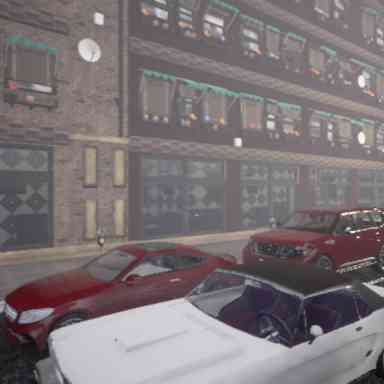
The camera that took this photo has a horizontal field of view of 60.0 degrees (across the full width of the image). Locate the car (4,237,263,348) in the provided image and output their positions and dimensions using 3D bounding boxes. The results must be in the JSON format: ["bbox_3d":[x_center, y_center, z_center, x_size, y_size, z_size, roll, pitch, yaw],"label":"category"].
[{"bbox_3d":[-0.928,1.585,5.900,4.206,1.307,1.802,0,0,-36],"label":"car"}]

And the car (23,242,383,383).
[{"bbox_3d":[0.808,1.605,3.918,4.718,1.301,1.895,0,0,-35],"label":"car"}]

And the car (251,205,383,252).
[{"bbox_3d":[3.709,1.327,9.209,5.009,1.841,2.192,0,0,-36],"label":"car"}]
